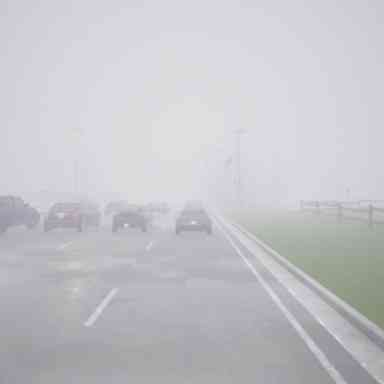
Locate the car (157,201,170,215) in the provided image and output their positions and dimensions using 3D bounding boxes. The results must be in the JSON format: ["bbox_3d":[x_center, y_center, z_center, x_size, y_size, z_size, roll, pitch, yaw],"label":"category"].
[{"bbox_3d":[-3.257,1.528,32.660,1.895,1.301,4.718,0,0,3],"label":"car"}]

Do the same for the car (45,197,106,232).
[{"bbox_3d":[-6.917,1.309,19.720,2.097,1.767,4.553,0,0,0],"label":"car"}]

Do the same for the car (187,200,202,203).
[{"bbox_3d":[0.221,1.473,33.333,2.033,1.411,5.357,0,0,3],"label":"car"}]

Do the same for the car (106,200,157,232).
[{"bbox_3d":[-3.415,1.462,19.754,1.837,1.490,4.892,0,0,0],"label":"car"}]

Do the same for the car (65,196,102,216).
[{"bbox_3d":[-10.478,1.280,32.506,2.097,1.767,4.553,0,0,-1],"label":"car"}]

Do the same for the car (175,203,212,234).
[{"bbox_3d":[0.083,1.521,18.847,1.994,1.385,4.181,0,0,0],"label":"car"}]

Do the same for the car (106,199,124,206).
[{"bbox_3d":[-6.901,1.436,31.628,1.837,1.490,4.892,0,0,0],"label":"car"}]

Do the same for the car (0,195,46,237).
[{"bbox_3d":[-10.420,1.183,18.014,2.150,2.045,5.566,0,0,1],"label":"car"}]
